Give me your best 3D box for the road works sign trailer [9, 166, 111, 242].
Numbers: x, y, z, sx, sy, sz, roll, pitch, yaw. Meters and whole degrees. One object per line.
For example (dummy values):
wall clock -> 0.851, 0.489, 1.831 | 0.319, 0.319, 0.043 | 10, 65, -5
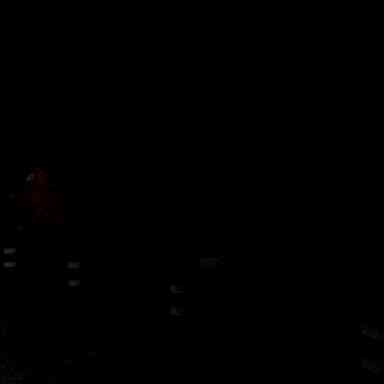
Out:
road works sign trailer -> -4.896, 0.814, 12.145 | 3.560, 2.880, 2.380 | 3, -41, 36
